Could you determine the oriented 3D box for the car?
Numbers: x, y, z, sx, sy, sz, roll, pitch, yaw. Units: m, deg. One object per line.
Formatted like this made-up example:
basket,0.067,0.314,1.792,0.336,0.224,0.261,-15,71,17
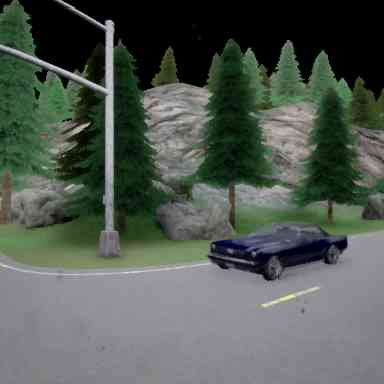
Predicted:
car,2.708,1.605,10.009,4.718,1.301,1.895,0,0,-39
